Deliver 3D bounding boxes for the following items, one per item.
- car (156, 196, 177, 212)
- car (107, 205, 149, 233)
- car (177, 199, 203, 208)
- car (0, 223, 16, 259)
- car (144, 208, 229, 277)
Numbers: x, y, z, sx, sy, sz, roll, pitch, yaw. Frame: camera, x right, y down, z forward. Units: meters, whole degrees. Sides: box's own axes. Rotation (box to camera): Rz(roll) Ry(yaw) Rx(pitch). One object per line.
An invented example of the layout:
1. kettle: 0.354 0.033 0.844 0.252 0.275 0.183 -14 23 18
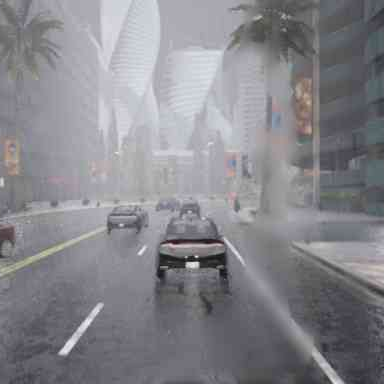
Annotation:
1. car: -2.575 1.324 38.692 2.097 1.767 4.553 0 0 11
2. car: -3.635 1.490 19.443 2.128 1.511 4.902 0 0 -1
3. car: -0.072 1.472 31.511 1.837 1.490 4.892 -1 0 3
4. car: -7.213 1.504 9.850 1.882 1.535 5.008 0 0 -1
5. car: -0.018 1.481 10.155 2.128 1.511 4.902 0 0 -1
